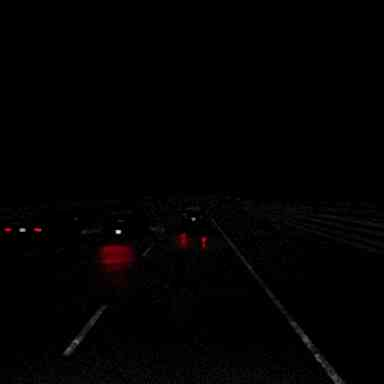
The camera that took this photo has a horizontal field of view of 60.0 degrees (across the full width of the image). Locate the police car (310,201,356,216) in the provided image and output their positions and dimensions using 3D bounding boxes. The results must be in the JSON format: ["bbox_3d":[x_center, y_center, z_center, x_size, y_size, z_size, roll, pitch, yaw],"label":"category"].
[{"bbox_3d":[13.094,1.669,31.461,1.930,1.638,5.238,0,0,-14],"label":"police car"}]

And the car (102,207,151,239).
[{"bbox_3d":[-3.398,1.586,17.728,1.837,1.490,4.892,0,0,0],"label":"car"}]

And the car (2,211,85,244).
[{"bbox_3d":[-6.902,1.623,16.088,2.033,1.411,5.357,0,0,0],"label":"car"}]

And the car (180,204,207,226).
[{"bbox_3d":[0.108,1.638,24.437,1.812,1.442,4.674,0,0,0],"label":"car"}]
